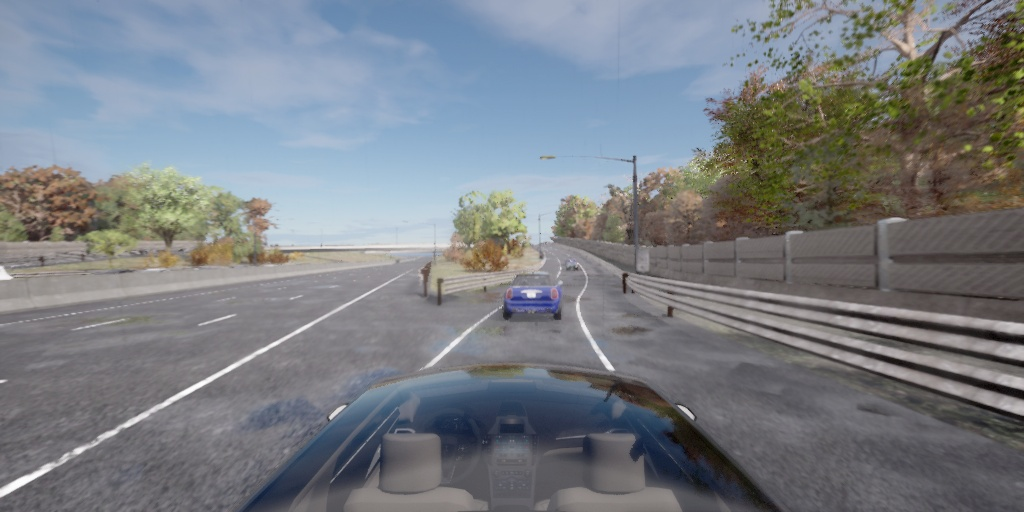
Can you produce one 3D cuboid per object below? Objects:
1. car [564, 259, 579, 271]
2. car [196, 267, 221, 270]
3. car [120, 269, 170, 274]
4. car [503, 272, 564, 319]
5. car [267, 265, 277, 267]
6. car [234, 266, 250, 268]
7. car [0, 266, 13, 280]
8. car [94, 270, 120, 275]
[{"bbox_3d":[9.190,1.557,54.995,1.895,1.301,4.718,-1,2,8],"label":"car"},{"bbox_3d":[-31.514,1.976,36.440,1.994,1.385,4.181,-1,0,-12],"label":"car"},{"bbox_3d":[-34.747,1.998,34.832,1.812,1.442,4.674,-1,0,-12],"label":"car"},{"bbox_3d":[0.993,1.425,14.543,2.097,1.767,4.553,-1,-1,8],"label":"car"},{"bbox_3d":[-34.861,2.050,51.779,1.812,1.442,4.674,-1,0,-12],"label":"car"},{"bbox_3d":[-38.156,2.113,50.481,1.812,1.442,4.674,-1,0,-12],"label":"car"},{"bbox_3d":[-27.216,1.495,16.720,2.150,2.045,5.566,-1,0,-12],"label":"car"},{"bbox_3d":[-38.264,2.048,34.554,1.837,1.490,4.892,-1,0,-12],"label":"car"}]
